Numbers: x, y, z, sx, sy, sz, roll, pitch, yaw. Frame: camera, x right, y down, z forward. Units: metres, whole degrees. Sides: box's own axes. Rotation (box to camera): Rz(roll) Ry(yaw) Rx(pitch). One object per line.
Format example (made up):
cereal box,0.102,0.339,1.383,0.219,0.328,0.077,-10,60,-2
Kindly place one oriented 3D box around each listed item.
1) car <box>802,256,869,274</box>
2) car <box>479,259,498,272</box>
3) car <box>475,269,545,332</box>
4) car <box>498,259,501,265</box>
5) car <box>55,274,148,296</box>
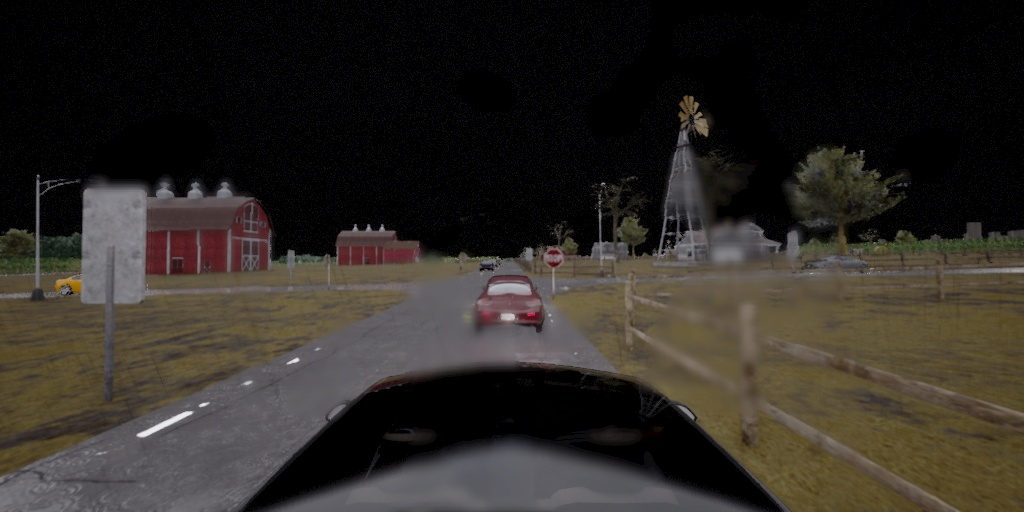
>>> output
car,25.608,0.703,28.483,4.181,1.385,1.994,-1,-1,-1
car,-3.219,1.302,46.597,2.033,1.411,5.357,0,0,0
car,-0.062,1.296,10.849,1.812,1.442,4.674,0,0,0
car,-3.317,1.260,60.717,1.837,1.490,4.892,0,0,0
car,-28.382,1.905,24.899,5.008,1.535,1.882,-1,-1,-1
